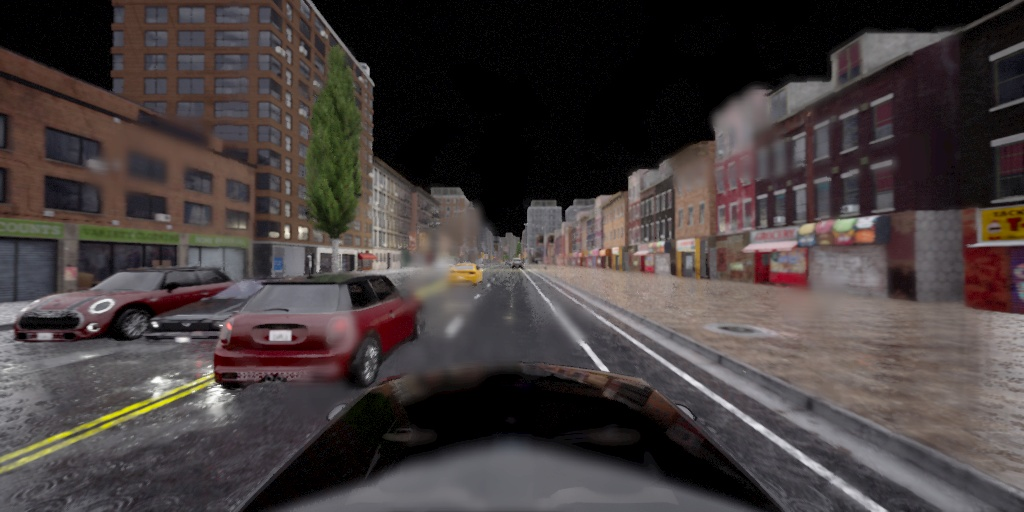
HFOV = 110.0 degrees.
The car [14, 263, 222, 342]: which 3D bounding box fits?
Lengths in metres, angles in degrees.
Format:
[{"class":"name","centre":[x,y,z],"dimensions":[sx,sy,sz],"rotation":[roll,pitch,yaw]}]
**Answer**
[{"class":"car","centre":[-9.851,1.106,9.808],"dimensions":[2.097,1.767,4.553],"rotation":[0,0,0]}]

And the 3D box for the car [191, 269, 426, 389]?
[{"class":"car","centre":[-3.153,1.104,7.008],"dimensions":[2.097,1.767,4.553],"rotation":[0,0,0]}]

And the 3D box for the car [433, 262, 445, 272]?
[{"class":"car","centre":[-9.834,1.530,50.689],"dimensions":[1.812,1.442,4.674],"rotation":[0,-1,0]}]

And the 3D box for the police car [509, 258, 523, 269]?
[{"class":"police car","centre":[0.961,1.587,65.407],"dimensions":[1.930,1.638,5.238],"rotation":[0,-1,0]}]

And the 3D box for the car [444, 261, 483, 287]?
[{"class":"car","centre":[-3.155,1.274,25.098],"dimensions":[1.882,1.535,5.008],"rotation":[0,0,0]}]

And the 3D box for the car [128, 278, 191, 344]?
[{"class":"car","centre":[-6.604,1.302,9.850],"dimensions":[2.033,1.411,5.357],"rotation":[0,0,0]}]
